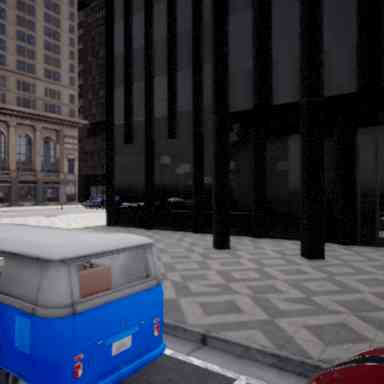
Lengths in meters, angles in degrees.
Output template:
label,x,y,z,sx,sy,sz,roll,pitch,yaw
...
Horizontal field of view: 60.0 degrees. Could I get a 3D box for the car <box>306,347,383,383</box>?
label,x,y,z,sx,sy,sz,roll,pitch,yaw
car,2.317,1.428,1.305,4.097,1.590,1.967,-1,0,36

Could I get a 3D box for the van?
label,x,y,z,sx,sy,sz,roll,pitch,yaw
van,-2.242,1.384,4.561,3.998,1.788,1.690,-1,0,36

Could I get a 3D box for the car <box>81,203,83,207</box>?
label,x,y,z,sx,sy,sz,roll,pitch,yaw
car,-15.331,1.658,53.087,2.097,1.767,4.553,0,0,36

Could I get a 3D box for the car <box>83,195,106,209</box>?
label,x,y,z,sx,sy,sz,roll,pitch,yaw
car,-13.193,1.511,50.508,2.150,2.045,5.566,0,0,36
